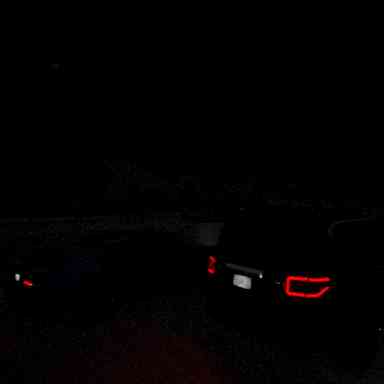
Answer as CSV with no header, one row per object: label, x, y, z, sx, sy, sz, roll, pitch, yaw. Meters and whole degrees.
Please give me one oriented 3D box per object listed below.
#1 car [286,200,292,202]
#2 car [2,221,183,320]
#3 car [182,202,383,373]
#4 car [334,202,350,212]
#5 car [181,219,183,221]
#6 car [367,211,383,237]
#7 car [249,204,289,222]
car,22.723,2.675,78.346,1.812,1.442,4.674,0,-1,6
car,-1.120,1.593,7.455,5.357,1.411,2.033,1,-1,-38
car,2.721,1.292,6.031,5.566,2.045,2.150,1,-1,-39
car,24.309,2.357,54.003,2.033,1.411,5.357,0,-1,21
car,1.331,1.679,19.123,4.892,1.490,1.837,1,0,-44
car,12.311,1.893,20.151,1.895,1.301,4.718,0,-1,42
car,7.189,1.884,30.688,1.812,1.442,4.674,0,-1,38
